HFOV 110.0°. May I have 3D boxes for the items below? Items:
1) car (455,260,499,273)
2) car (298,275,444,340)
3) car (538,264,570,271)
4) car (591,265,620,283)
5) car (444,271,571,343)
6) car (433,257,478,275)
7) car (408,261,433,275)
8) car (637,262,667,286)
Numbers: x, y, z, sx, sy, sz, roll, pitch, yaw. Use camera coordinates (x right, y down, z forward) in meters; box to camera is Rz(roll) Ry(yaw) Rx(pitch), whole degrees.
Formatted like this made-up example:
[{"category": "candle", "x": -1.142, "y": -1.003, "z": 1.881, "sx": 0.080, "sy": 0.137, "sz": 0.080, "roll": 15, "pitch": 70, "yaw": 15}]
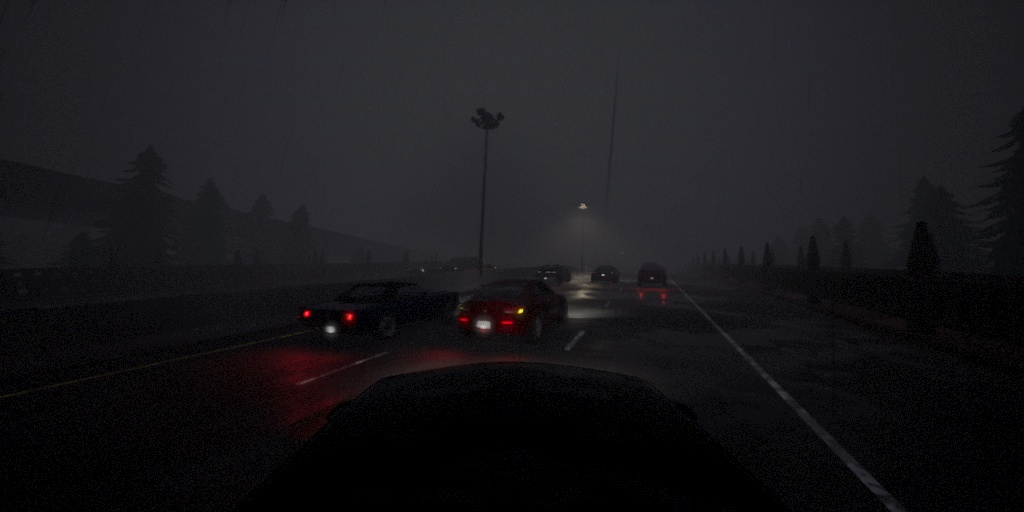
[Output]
[{"category": "car", "x": -2.806, "y": 1.392, "z": 31.888, "sx": 1.882, "sy": 1.535, "sz": 5.008, "roll": 0, "pitch": 0, "yaw": 21}, {"category": "car", "x": -3.363, "y": 1.401, "z": 10.299, "sx": 1.895, "sy": 1.301, "sz": 4.718, "roll": 0, "pitch": 0, "yaw": 21}, {"category": "car", "x": 3.243, "y": 1.376, "z": 27.558, "sx": 2.128, "sy": 1.511, "sz": 4.902, "roll": 0, "pitch": 0, "yaw": 21}, {"category": "car", "x": 7.772, "y": 1.454, "z": 29.595, "sx": 1.994, "sy": 1.385, "sz": 4.181, "roll": 0, "pitch": 0, "yaw": 21}, {"category": "car", "x": 0.219, "y": 1.320, "z": 9.867, "sx": 1.812, "sy": 1.442, "sz": 4.674, "roll": 0, "pitch": 0, "yaw": 21}, {"category": "car", "x": -5.104, "y": 1.157, "z": 35.679, "sx": 2.150, "sy": 2.045, "sz": 5.566, "roll": 0, "pitch": 0, "yaw": 21}, {"category": "car", "x": -8.558, "y": 1.297, "z": 36.437, "sx": 2.097, "sy": 1.767, "sz": 4.553, "roll": 0, "pitch": 0, "yaw": 21}, {"category": "car", "x": 10.306, "y": 1.348, "z": 26.427, "sx": 1.882, "sy": 1.535, "sz": 5.008, "roll": 0, "pitch": 0, "yaw": 21}]
